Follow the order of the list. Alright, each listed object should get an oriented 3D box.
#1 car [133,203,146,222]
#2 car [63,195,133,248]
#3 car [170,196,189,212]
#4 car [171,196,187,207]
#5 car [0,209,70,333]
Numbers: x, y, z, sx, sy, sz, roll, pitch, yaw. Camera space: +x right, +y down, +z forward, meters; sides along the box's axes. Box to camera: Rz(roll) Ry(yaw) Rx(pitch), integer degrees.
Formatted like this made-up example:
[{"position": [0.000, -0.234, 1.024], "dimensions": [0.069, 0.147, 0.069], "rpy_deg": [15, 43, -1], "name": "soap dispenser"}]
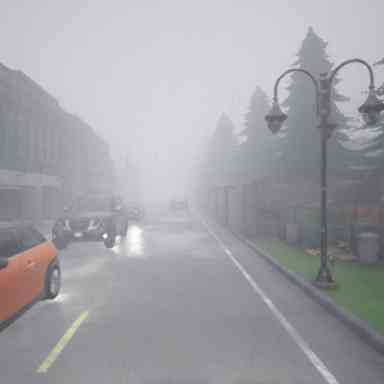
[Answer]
[{"position": [-4.595, 1.478, 24.727], "dimensions": [1.895, 1.301, 4.718], "rpy_deg": [0, 0, -2], "name": "car"}, {"position": [-4.179, 1.158, 14.663], "dimensions": [2.150, 2.045, 5.566], "rpy_deg": [0, 0, -2], "name": "car"}, {"position": [-1.382, 1.265, 35.909], "dimensions": [1.882, 1.535, 5.008], "rpy_deg": [0, 1, -2], "name": "car"}, {"position": [-1.841, 1.272, 46.623], "dimensions": [2.033, 1.411, 5.357], "rpy_deg": [0, 0, -3], "name": "car"}, {"position": [-3.779, 1.344, 5.222], "dimensions": [2.097, 1.767, 4.553], "rpy_deg": [0, 0, -2], "name": "car"}]
